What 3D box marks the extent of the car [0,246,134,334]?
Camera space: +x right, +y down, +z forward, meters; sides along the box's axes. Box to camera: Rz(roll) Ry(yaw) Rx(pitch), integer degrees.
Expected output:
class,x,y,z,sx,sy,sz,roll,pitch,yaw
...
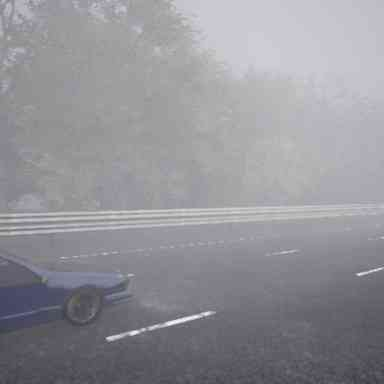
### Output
class,x,y,z,sx,sy,sz,roll,pitch,yaw
car,-3.637,1.549,5.208,5.357,1.411,2.033,1,0,-39
